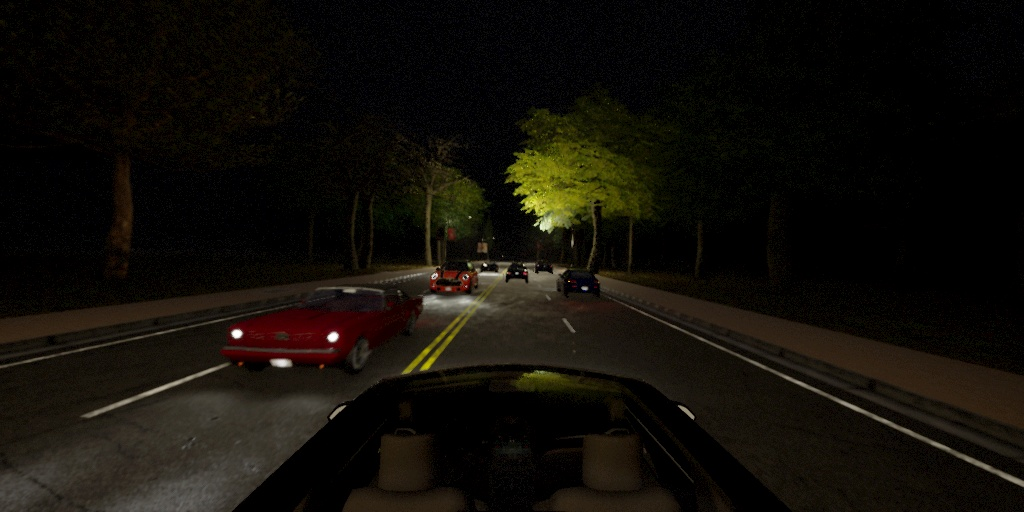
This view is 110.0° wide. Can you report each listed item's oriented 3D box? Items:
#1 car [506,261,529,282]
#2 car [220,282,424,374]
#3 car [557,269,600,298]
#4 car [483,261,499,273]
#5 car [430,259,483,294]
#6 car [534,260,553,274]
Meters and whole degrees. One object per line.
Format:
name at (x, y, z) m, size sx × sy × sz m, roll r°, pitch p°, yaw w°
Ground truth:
car at (0.441, 1.364, 29.701) m, size 2.033 × 1.411 × 5.357 m, roll 2°, pitch 0°, yaw 2°
car at (-3.337, 1.266, 7.463) m, size 1.895 × 1.301 × 4.718 m, roll 2°, pitch 0°, yaw 1°
car at (3.582, 1.413, 19.676) m, size 1.812 × 1.442 × 4.674 m, roll 2°, pitch 0°, yaw 1°
car at (-2.646, 1.318, 42.978) m, size 1.994 × 1.385 × 4.181 m, roll 2°, pitch 0°, yaw 1°
car at (-3.092, 1.049, 19.987) m, size 2.097 × 1.767 × 4.553 m, roll 2°, pitch 0°, yaw 1°
car at (4.009, 1.301, 46.071) m, size 2.097 × 1.767 × 4.553 m, roll 2°, pitch 0°, yaw 1°
